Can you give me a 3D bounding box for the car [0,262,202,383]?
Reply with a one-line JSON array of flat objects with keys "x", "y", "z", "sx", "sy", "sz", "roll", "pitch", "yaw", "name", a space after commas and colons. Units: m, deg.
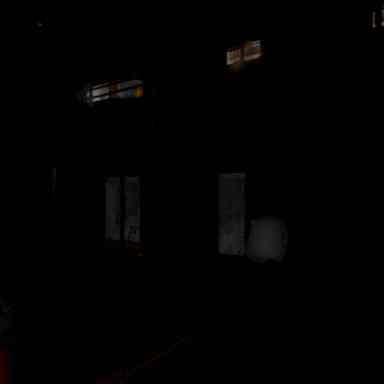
[{"x": -2.010, "y": 1.581, "z": 4.105, "sx": 4.507, "sy": 1.381, "sz": 1.887, "roll": -1, "pitch": 0, "yaw": 36, "name": "car"}]
